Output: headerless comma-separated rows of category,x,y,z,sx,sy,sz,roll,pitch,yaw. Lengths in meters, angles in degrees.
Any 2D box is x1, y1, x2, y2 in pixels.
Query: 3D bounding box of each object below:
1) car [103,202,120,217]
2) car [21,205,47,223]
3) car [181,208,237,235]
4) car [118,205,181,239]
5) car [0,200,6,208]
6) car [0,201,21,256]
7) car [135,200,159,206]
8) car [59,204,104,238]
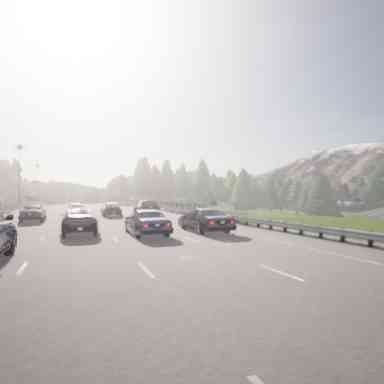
car,-8.456,1.823,34.776,1.812,1.442,4.674,0,0,-20
car,-13.694,1.851,28.703,2.033,1.411,5.357,0,0,-20
car,0.738,1.665,19.708,2.033,1.411,5.357,0,0,-20
car,-2.541,1.686,18.489,2.033,1.411,5.357,0,0,-20
car,-38.659,2.481,66.488,1.882,1.535,5.008,0,-1,-20
car,-7.156,1.354,10.609,2.150,2.045,5.566,0,0,-20
car,-4.849,1.619,35.132,2.097,1.767,4.553,0,0,-20
car,-6.489,1.670,19.107,2.128,1.511,4.902,0,0,-20
